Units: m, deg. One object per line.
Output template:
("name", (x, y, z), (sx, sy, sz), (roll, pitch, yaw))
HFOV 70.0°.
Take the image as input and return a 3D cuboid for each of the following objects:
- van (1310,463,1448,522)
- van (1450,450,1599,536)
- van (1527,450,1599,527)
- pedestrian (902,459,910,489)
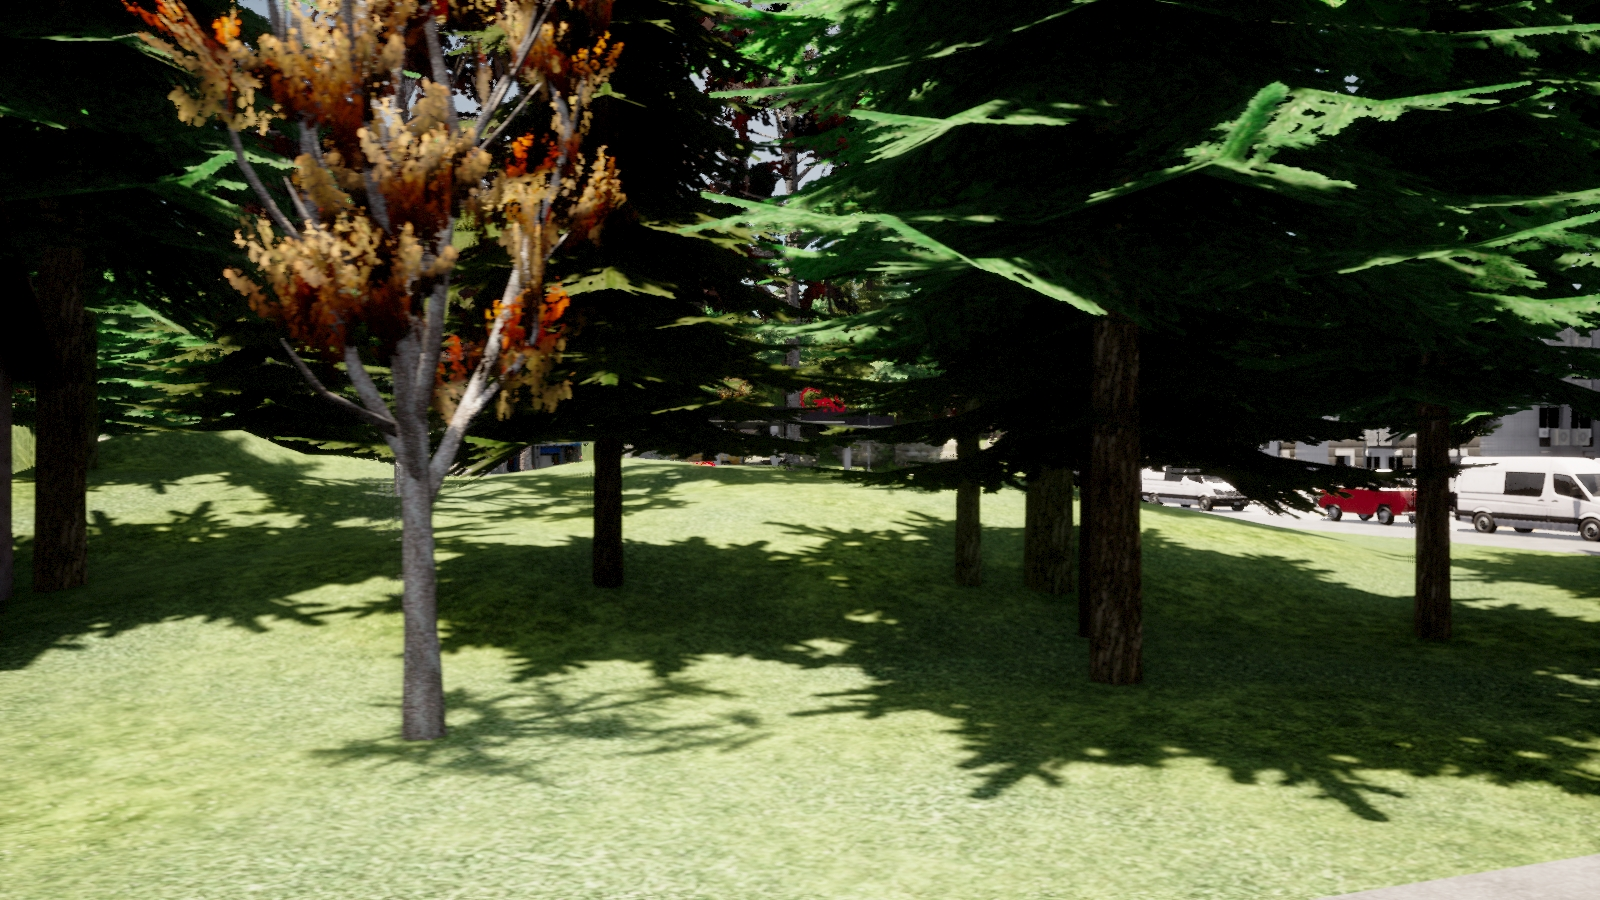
("van", (21.817, 1.537, 43.272), (2.069, 2.038, 4.480), (0, 0, -19))
("van", (24.089, 1.289, 36.522), (1.988, 2.561, 5.915), (0, 0, -19))
("van", (27.764, 1.286, 38.177), (1.988, 2.561, 5.915), (0, 0, -19))
("pedestrian", (6.619, 1.504, 71.522), (0.375, 1.860, 0.375), (0, 0, -19))
